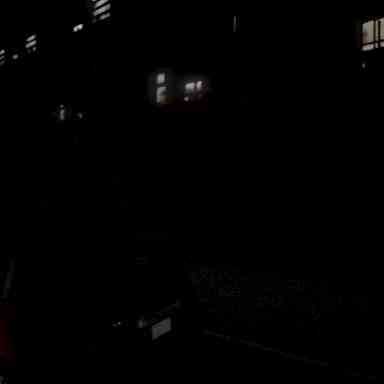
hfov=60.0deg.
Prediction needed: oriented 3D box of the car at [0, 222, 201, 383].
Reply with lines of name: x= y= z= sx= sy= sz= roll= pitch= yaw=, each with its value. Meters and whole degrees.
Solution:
car: x=-2.224 y=1.355 z=4.446 sx=5.009 sy=1.841 sz=2.192 roll=-1 pitch=0 yaw=36
